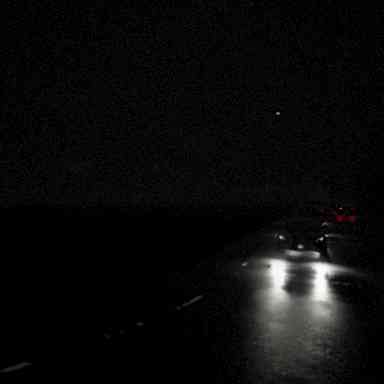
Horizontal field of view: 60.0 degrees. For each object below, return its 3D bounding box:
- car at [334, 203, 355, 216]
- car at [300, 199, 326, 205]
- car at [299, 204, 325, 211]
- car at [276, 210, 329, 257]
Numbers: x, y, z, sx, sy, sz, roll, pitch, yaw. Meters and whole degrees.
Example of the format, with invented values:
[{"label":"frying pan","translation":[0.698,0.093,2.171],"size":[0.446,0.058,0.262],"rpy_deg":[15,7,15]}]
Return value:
[{"label":"car","translation":[19.062,2.128,41.321],"size":[1.812,1.442,4.674],"rpy_deg":[0,0,21]},{"label":"car","translation":[12.200,1.702,33.675],"size":[2.150,2.045,5.566],"rpy_deg":[0,-1,21]},{"label":"car","translation":[8.363,1.854,23.663],"size":[1.837,1.490,4.892],"rpy_deg":[0,-1,21]},{"label":"car","translation":[4.765,1.734,14.240],"size":[1.812,1.442,4.674],"rpy_deg":[0,-1,21]}]
